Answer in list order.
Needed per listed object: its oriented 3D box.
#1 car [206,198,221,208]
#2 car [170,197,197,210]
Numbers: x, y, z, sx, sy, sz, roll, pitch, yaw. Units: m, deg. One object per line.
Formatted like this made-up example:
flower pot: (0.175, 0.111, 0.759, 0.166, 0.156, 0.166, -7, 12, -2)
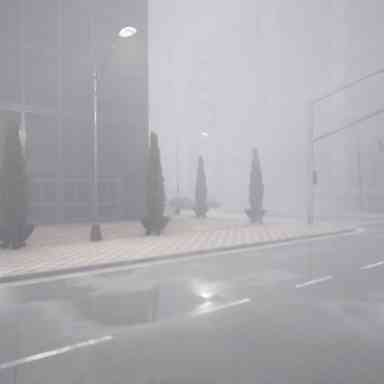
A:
car: (1.944, 1.480, 43.996, 1.994, 1.385, 4.181, 0, 0, -36)
car: (-1.013, 1.438, 42.109, 1.837, 1.490, 4.892, 0, 0, -36)
